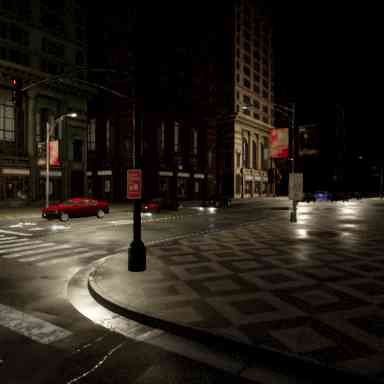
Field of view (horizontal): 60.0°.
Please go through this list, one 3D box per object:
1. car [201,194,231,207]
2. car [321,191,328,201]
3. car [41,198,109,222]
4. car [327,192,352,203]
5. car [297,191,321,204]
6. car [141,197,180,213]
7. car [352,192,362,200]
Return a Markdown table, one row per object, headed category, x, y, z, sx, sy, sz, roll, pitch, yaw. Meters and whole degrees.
| category | x | y | z | sx | sy | sz | roll | pitch | yaw |
| --- | --- | --- | --- | --- | --- | --- | --- | --- | --- |
| car | 3.020 | 1.009 | 40.268 | 1.837 | 1.490 | 4.892 | 0 | 1 | 35 |
| car | 22.030 | 0.594 | 55.492 | 2.097 | 1.767 | 4.553 | 0 | 1 | 36 |
| car | -8.379 | 1.231 | 24.233 | 1.882 | 1.535 | 5.008 | 0 | 1 | 35 |
| car | 22.370 | 0.835 | 50.351 | 1.812 | 1.442 | 4.674 | 0 | 1 | 36 |
| car | 16.189 | 0.862 | 47.265 | 2.128 | 1.511 | 4.902 | 0 | 1 | 35 |
| car | -3.014 | 1.199 | 31.783 | 1.994 | 1.385 | 4.181 | 0 | 1 | 36 |
| car | 29.524 | 0.677 | 60.429 | 1.812 | 1.442 | 4.674 | 0 | 1 | 35 |
